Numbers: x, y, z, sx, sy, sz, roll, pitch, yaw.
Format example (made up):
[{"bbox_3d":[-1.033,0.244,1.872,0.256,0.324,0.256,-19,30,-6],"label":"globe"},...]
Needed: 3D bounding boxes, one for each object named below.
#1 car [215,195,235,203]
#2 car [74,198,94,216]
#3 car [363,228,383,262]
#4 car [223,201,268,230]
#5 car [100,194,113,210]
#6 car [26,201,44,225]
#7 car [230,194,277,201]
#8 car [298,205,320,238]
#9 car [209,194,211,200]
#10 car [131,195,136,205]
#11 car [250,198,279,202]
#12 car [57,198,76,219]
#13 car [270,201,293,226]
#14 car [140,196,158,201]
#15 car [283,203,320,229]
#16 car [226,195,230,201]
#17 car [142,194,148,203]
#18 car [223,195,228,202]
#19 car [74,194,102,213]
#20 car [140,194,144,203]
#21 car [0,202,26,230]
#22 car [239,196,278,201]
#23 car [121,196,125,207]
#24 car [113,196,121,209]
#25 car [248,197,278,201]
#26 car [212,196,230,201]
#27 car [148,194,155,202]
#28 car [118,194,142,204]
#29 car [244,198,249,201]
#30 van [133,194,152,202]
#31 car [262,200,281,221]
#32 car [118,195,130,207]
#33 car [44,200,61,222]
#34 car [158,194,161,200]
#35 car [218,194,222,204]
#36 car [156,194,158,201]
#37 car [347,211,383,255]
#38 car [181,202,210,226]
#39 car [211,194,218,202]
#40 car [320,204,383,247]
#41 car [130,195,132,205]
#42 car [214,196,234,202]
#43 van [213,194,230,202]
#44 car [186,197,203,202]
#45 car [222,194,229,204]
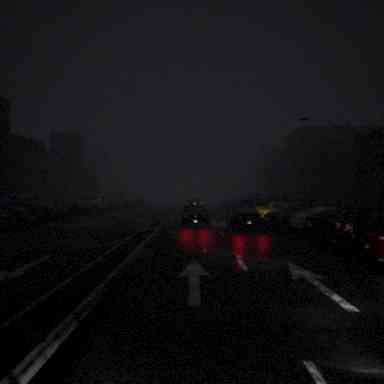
[{"bbox_3d":[8.063,1.676,81.494,4.553,1.767,2.185,0,0,0],"label":"car"},{"bbox_3d":[-12.511,1.569,32.759,4.674,1.452,2.002,0,0,0],"label":"car"},{"bbox_3d":[3.108,1.350,1.691,2.097,1.767,4.553,0,0,0],"label":"car"},{"bbox_3d":[3.225,1.535,20.906,1.812,1.442,4.674,0,0,0],"label":"car"},{"bbox_3d":[-12.496,1.300,38.443,5.566,2.045,2.435,0,0,0],"label":"car"},{"bbox_3d":[-12.600,1.538,21.644,4.674,1.452,2.002,0,0,0],"label":"car"},{"bbox_3d":[7.833,1.309,40.254,5.566,2.045,2.435,0,0,0],"label":"car"},{"bbox_3d":[7.761,1.509,15.434,4.792,1.488,2.163,0,0,0],"label":"car"},{"bbox_3d":[8.084,1.572,87.134,5.566,2.045,2.435,0,0,0],"label":"car"},{"bbox_3d":[-12.340,1.635,54.992,5.008,1.535,2.097,0,0,0],"label":"car"},{"bbox_3d":[7.614,1.500,26.464,5.366,1.575,1.946,0,0,0],"label":"car"},{"bbox_3d":[-12.565,1.513,27.203,4.892,1.521,2.231,0,0,0],"label":"car"},{"bbox_3d":[7.736,1.518,20.950,4.792,1.488,2.163,0,0,0],"label":"car"},{"bbox_3d":[-12.130,1.818,94.021,5.008,1.535,2.097,0,0,0],"label":"car"},{"bbox_3d":[7.746,1.524,18.228,4.674,1.452,2.002,0,0,0],"label":"car"},{"bbox_3d":[7.890,1.609,48.524,5.008,1.535,2.097,0,0,0],"label":"car"},{"bbox_3d":[-12.244,1.443,66.227,5.566,2.045,2.435,0,0,0],"label":"car"},{"bbox_3d":[7.916,1.688,54.169,4.674,1.452,2.002,0,0,0],"label":"car"},{"bbox_3d":[-12.523,1.415,35.630,4.553,1.767,2.185,0,0,0],"label":"car"},{"bbox_3d":[-12.280,1.681,63.447,4.892,1.521,2.231,0,0,0],"label":"car"},{"bbox_3d":[-12.630,1.494,18.991,4.892,1.521,2.231,0,0,0],"label":"car"},{"bbox_3d":[8.024,1.530,34.740,5.366,1.575,1.946,0,0,0],"label":"car"},{"bbox_3d":[-12.372,1.620,46.779,4.792,1.488,2.163,0,0,0],"label":"car"},{"bbox_3d":[-12.394,1.606,44.001,4.792,1.488,2.163,0,0,0],"label":"car"},{"bbox_3d":[8.001,1.509,29.225,5.366,1.575,1.946,0,0,0],"label":"car"},{"bbox_3d":[8.084,1.843,92.649,5.008,1.535,2.097,0,0,0],"label":"car"},{"bbox_3d":[-12.198,1.761,80.124,4.892,1.521,2.231,0,0,0],"label":"car"},{"bbox_3d":[-12.305,1.665,60.667,5.008,1.535,2.097,0,0,0],"label":"car"},{"bbox_3d":[7.856,1.552,31.982,4.792,1.488,2.163,0,0,0],"label":"car"},{"bbox_3d":[-12.307,1.546,82.905,4.442,1.987,1.878,0,0,0],"label":"van"},{"bbox_3d":[7.753,1.525,23.705,4.792,1.488,2.163,0,0,0],"label":"car"},{"bbox_3d":[-12.564,1.602,49.560,5.366,1.575,1.946,0,0,0],"label":"car"},{"bbox_3d":[-12.609,1.534,24.423,4.792,1.488,2.163,0,0,0],"label":"car"},{"bbox_3d":[-11.964,1.804,91.241,5.366,1.575,1.946,0,0,0],"label":"car"},{"bbox_3d":[7.913,1.433,59.556,5.566,2.045,2.435,0,0,0],"label":"car"},{"bbox_3d":[-12.165,1.836,88.462,4.674,1.452,2.002,0,0,0],"label":"car"},{"bbox_3d":[7.693,1.476,9.921,5.008,1.535,2.097,0,0,0],"label":"car"},{"bbox_3d":[0.242,1.617,23.739,1.895,1.301,4.718,0,0,0],"label":"car"},{"bbox_3d":[8.050,1.540,78.859,5.566,2.045,2.435,0,0,0],"label":"car"},{"bbox_3d":[7.684,1.352,12.678,4.553,1.767,2.185,0,0,0],"label":"car"},{"bbox_3d":[-12.385,1.650,52.337,4.792,1.488,2.163,0,0,0],"label":"car"},{"bbox_3d":[8.038,1.812,84.250,5.008,1.535,2.097,0,0,0],"label":"car"},{"bbox_3d":[7.951,1.608,89.892,4.442,1.987,1.878,0,0,0],"label":"van"},{"bbox_3d":[0.329,1.444,42.264,2.097,1.767,4.553,0,0,0],"label":"car"},{"bbox_3d":[7.898,1.541,56.798,4.553,1.767,2.185,0,0,0],"label":"car"}]
